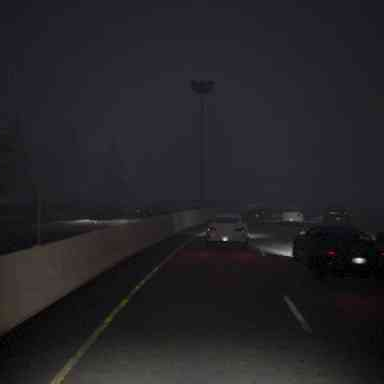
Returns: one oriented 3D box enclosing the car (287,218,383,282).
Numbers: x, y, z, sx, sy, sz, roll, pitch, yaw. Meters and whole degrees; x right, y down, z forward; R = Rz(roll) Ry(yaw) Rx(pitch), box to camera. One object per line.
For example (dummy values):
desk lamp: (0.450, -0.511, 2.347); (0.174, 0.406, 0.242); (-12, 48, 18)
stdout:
car: (4.436, 1.724, 10.361); (1.994, 1.385, 4.181); (0, -1, 6)

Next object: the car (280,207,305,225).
car: (8.225, 1.931, 27.384); (1.812, 1.442, 4.674); (0, -1, 18)

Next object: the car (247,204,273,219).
car: (7.307, 2.106, 35.118); (1.895, 1.301, 4.718); (0, -1, 22)

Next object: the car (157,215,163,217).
car: (-4.008, 2.059, 35.442); (1.895, 1.301, 4.718); (0, -1, 20)

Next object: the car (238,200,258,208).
car: (11.780, 2.457, 69.588); (1.882, 1.535, 5.008); (0, -1, 38)

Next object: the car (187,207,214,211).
car: (1.314, 1.759, 39.372); (2.150, 2.045, 5.566); (0, -1, 24)

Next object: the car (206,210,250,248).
car: (1.756, 1.750, 16.059); (1.812, 1.442, 4.674); (0, -1, 9)

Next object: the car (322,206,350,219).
car: (12.276, 1.930, 28.468); (2.128, 1.511, 4.902); (0, -1, 19)
